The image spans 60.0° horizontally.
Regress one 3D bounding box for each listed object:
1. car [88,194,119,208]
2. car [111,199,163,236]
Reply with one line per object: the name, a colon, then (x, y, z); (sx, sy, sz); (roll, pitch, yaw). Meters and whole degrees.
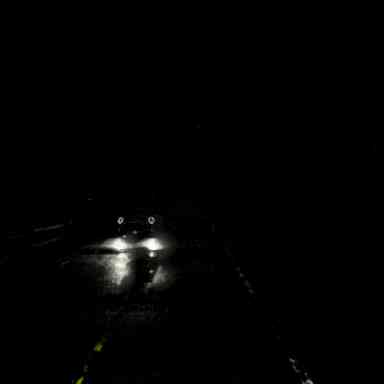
car: (-13.699, 1.441, 52.929); (5.566, 2.045, 2.150); (1, 0, -2)
car: (-2.853, 1.448, 18.845); (2.097, 1.767, 4.553); (0, 0, 0)
